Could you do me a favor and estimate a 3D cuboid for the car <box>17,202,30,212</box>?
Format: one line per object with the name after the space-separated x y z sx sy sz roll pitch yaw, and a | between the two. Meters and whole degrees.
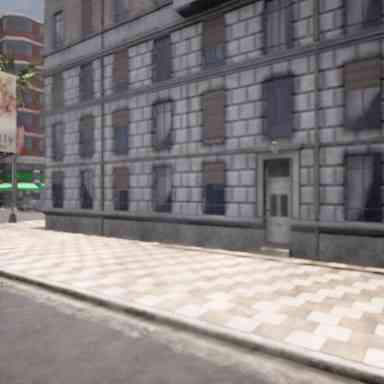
-18.872 1.636 40.356 1.994 1.385 4.181 0 0 36 | car

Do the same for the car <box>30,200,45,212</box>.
-15.774 1.591 38.674 1.812 1.442 4.674 0 0 36 | car
